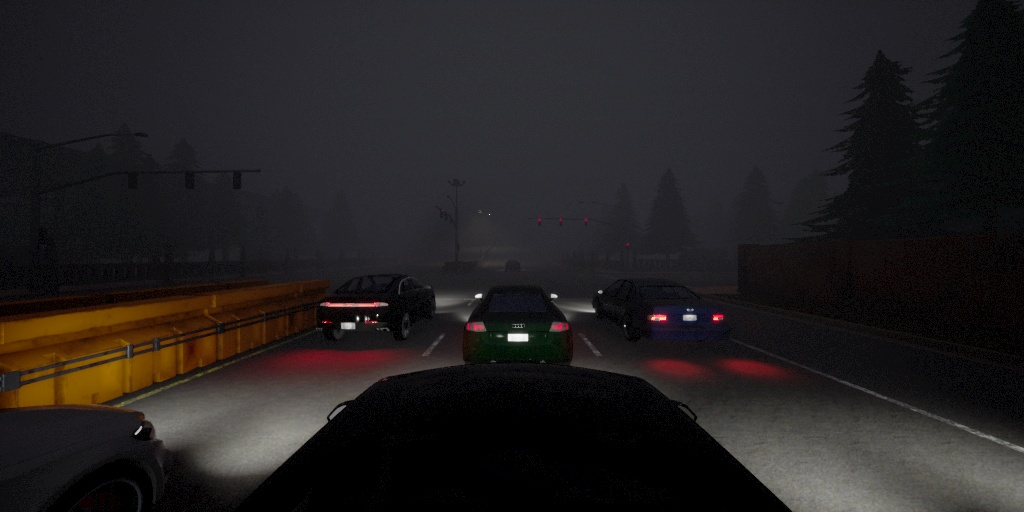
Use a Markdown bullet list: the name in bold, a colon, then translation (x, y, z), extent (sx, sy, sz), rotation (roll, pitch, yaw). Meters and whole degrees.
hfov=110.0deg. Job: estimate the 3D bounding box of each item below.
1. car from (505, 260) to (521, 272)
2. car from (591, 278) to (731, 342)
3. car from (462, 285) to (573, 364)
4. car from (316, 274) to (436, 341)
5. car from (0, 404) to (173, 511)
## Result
- **car**: translation (0.103, 1.228, 46.012), extent (1.882, 1.535, 5.008), rotation (0, 0, 0)
- **car**: translation (3.601, 1.297, 9.774), extent (2.033, 1.411, 5.357), rotation (0, 0, 0)
- **car**: translation (0.099, 1.314, 7.917), extent (1.994, 1.385, 4.181), rotation (0, 0, 0)
- **car**: translation (-3.399, 1.241, 9.869), extent (2.128, 1.511, 4.902), rotation (0, 0, 0)
- **car**: translation (-3.403, 1.276, 0.632), extent (1.812, 1.442, 4.674), rotation (0, 0, 0)
